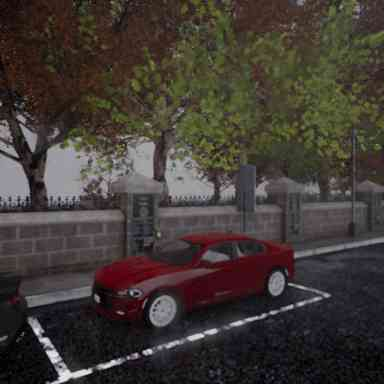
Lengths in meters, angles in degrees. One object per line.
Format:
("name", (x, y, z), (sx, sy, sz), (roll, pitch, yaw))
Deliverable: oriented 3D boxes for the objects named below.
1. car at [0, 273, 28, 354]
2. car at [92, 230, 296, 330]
("car", (-4.243, 1.554, 3.626), (4.403, 1.369, 2.008), (0, 0, -35))
("car", (0.238, 1.537, 6.885), (4.507, 1.381, 1.887), (0, 0, -35))
